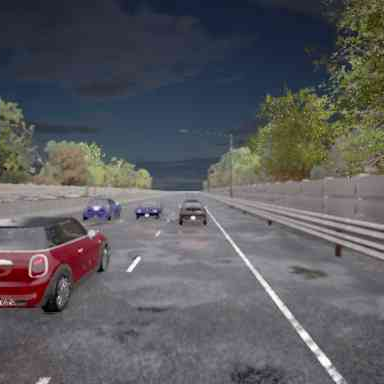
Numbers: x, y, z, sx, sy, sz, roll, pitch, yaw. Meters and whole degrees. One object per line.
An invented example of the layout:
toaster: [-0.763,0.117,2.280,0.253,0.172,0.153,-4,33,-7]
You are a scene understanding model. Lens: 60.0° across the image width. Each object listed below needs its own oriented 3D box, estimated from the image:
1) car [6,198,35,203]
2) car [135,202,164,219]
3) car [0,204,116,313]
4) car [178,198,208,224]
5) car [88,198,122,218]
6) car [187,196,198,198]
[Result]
car: [-17.615,1.352,34.160,2.128,1.511,4.902,0,0,0]
car: [-3.434,1.482,27.648,1.895,1.301,4.718,0,0,0]
car: [-3.409,1.319,7.737,2.097,1.767,4.553,0,0,0]
car: [0.071,1.401,23.901,1.837,1.490,4.892,0,0,0]
car: [-6.933,1.240,26.206,2.097,1.767,4.553,0,0,0]
car: [0.048,1.326,42.313,1.837,1.490,4.892,0,0,0]
